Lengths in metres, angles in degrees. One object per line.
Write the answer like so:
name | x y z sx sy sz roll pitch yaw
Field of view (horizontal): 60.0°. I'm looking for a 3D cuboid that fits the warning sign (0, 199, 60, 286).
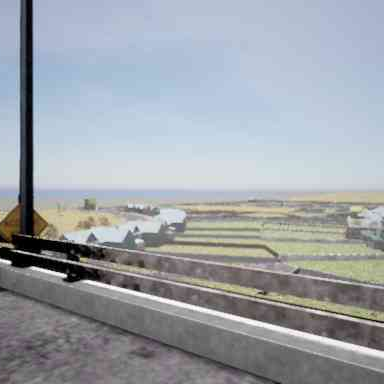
warning sign | -4.123 1.114 8.104 1.060 1.860 1.300 0 0 35
